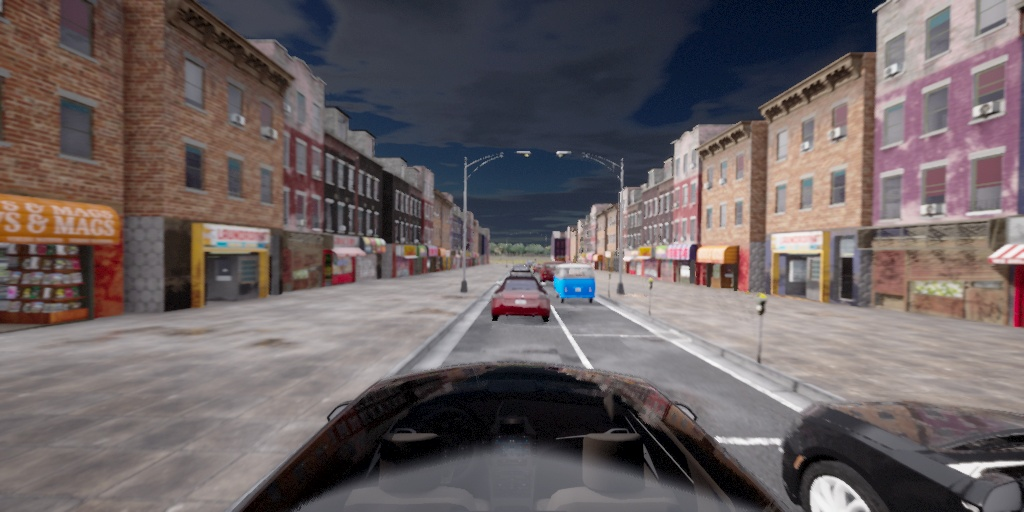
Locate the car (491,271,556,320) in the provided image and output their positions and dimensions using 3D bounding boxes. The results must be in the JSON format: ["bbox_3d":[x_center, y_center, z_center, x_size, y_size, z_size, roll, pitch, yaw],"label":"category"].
[{"bbox_3d":[0.320,1.424,13.184,1.994,1.385,4.181,1,-1,1],"label":"car"}]

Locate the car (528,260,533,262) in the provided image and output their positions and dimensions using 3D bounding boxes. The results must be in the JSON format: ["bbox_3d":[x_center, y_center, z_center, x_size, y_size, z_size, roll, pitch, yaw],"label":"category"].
[{"bbox_3d":[4.076,1.889,62.039,1.751,1.417,4.829,0,0,1],"label":"car"}]

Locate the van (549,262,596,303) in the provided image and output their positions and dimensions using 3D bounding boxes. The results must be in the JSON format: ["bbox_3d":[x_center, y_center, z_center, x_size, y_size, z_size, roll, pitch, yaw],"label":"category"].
[{"bbox_3d":[2.960,1.278,17.625,1.690,1.789,3.998,0,0,1],"label":"van"}]

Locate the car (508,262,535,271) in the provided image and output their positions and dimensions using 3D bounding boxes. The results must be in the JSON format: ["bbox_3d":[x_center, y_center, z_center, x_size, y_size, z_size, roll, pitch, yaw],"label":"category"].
[{"bbox_3d":[0.718,1.504,28.993,2.128,1.511,4.902,1,0,1],"label":"car"}]

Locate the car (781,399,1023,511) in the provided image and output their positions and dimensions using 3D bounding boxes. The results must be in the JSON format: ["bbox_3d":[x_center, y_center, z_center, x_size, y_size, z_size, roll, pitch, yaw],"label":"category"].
[{"bbox_3d":[2.929,1.284,0.738,1.837,1.490,4.892,1,-1,1],"label":"car"}]

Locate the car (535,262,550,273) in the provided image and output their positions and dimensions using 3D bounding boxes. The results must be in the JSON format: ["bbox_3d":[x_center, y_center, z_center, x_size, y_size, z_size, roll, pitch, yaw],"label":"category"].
[{"bbox_3d":[3.238,1.358,28.686,2.192,1.841,5.009,0,0,1],"label":"car"}]
